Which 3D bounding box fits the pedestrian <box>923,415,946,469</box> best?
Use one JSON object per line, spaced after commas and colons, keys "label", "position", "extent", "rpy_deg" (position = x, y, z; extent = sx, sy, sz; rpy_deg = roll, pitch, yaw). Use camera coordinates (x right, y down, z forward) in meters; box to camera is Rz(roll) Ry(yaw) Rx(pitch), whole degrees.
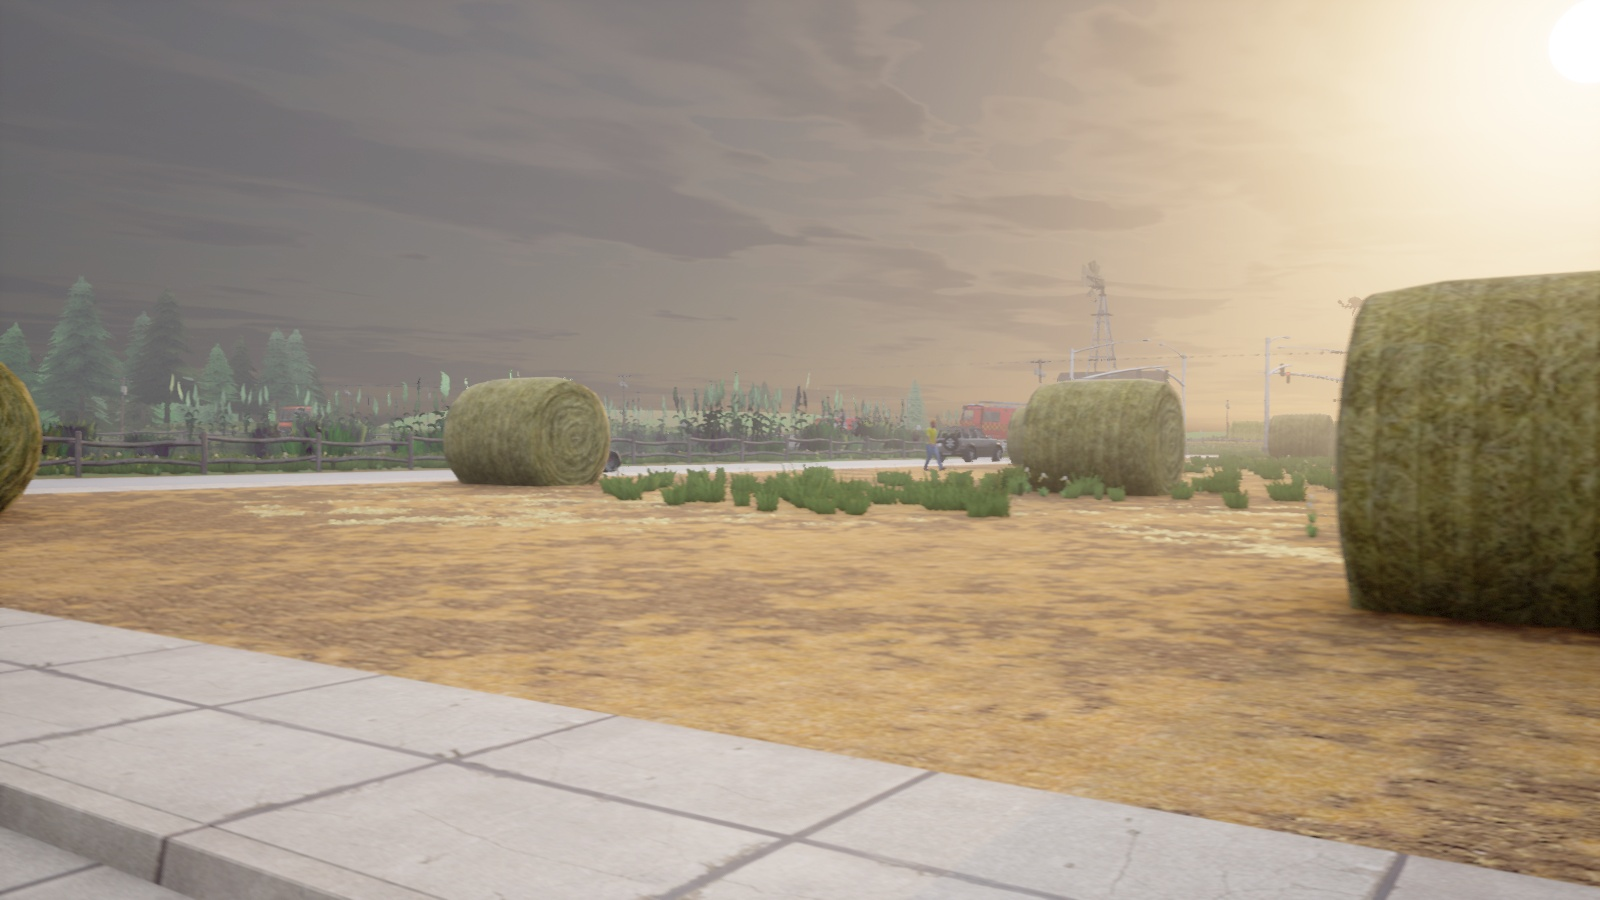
{"label": "pedestrian", "position": [4.618, -0.280, 42.983], "extent": [0.354, 1.836, 0.706], "rpy_deg": [-1, 1, -44]}

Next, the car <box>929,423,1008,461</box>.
{"label": "car", "position": [8.534, -0.427, 63.201], "extent": [1.932, 1.855, 4.605], "rpy_deg": [0, 1, 36]}

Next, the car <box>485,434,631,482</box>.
{"label": "car", "position": [-7.830, 0.234, 40.993], "extent": [1.812, 1.442, 4.674], "rpy_deg": [0, 1, 36]}
